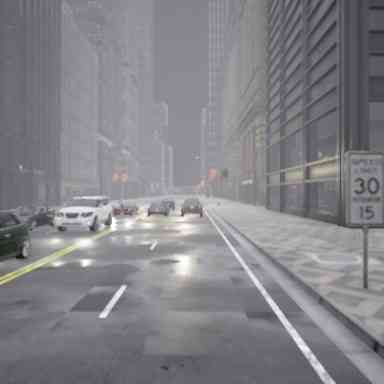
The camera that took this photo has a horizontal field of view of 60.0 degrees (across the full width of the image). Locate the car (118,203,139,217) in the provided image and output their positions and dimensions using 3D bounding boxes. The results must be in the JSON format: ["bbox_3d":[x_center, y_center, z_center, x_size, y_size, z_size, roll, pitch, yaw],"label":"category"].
[{"bbox_3d":[-6.500,1.747,33.051,1.895,1.301,4.718,0,0,0],"label":"car"}]

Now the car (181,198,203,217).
[{"bbox_3d":[0.003,1.430,32.449,2.097,1.767,4.553,0,0,0],"label":"car"}]

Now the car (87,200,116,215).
[{"bbox_3d":[-9.750,1.628,36.278,1.837,1.490,4.892,0,0,0],"label":"car"}]

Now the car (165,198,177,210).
[{"bbox_3d":[-3.215,1.615,45.614,1.837,1.490,4.892,0,0,1],"label":"car"}]

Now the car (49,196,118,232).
[{"bbox_3d":[-6.594,1.276,21.005,2.150,2.045,5.566,0,0,0],"label":"car"}]

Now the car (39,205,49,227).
[{"bbox_3d":[-9.841,1.542,20.388,2.128,1.511,4.902,0,0,0],"label":"car"}]

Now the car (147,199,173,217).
[{"bbox_3d":[-3.246,1.644,32.860,1.994,1.385,4.181,0,0,0],"label":"car"}]

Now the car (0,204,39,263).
[{"bbox_3d":[-6.596,1.378,9.589,2.097,1.767,4.553,0,0,0],"label":"car"}]

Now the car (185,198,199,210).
[{"bbox_3d":[0.035,1.615,45.656,1.837,1.490,4.892,0,0,1],"label":"car"}]
